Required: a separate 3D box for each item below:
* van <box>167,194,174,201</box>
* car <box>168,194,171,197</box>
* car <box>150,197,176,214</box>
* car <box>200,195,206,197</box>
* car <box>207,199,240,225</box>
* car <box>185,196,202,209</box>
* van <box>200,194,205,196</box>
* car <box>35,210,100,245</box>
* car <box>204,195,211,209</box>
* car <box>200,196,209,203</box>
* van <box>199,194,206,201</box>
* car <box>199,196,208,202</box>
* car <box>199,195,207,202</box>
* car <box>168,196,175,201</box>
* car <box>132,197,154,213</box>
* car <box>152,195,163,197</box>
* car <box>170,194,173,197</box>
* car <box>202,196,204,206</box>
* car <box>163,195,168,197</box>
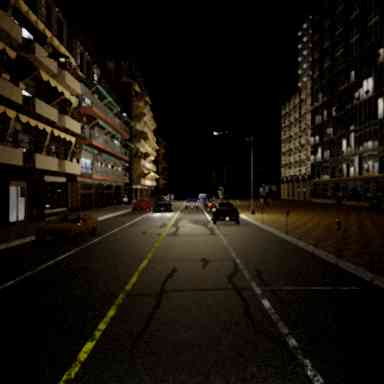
[{"bbox_3d":[-5.713,1.475,87.743,1.690,1.788,3.998,0,0,0],"label":"van"},{"bbox_3d":[-5.707,1.633,65.636,2.008,1.369,4.403,0,0,0],"label":"car"},{"bbox_3d":[-3.100,1.597,36.449,1.994,1.385,4.181,0,0,0],"label":"car"},{"bbox_3d":[2.675,1.644,54.583,1.802,1.307,4.206,0,0,0],"label":"car"},{"bbox_3d":[2.350,1.523,24.420,1.837,1.490,4.892,0,0,0],"label":"car"},{"bbox_3d":[0.018,1.649,45.837,1.895,1.301,4.718,0,0,0],"label":"car"},{"bbox_3d":[2.672,1.424,65.637,1.690,1.788,3.998,0,0,0],"label":"van"},{"bbox_3d":[-5.698,1.535,15.726,1.752,1.417,4.829,0,0,0],"label":"car"},{"bbox_3d":[2.677,1.476,38.003,1.967,1.590,4.097,0,0,0],"label":"car"},{"bbox_3d":[2.672,1.620,71.332,1.752,1.417,4.829,0,0,0],"label":"car"},{"bbox_3d":[2.667,1.475,87.744,1.690,1.788,3.998,0,0,0],"label":"van"},{"bbox_3d":[2.671,1.673,76.690,1.947,1.339,4.313,0,0,0],"label":"car"},{"bbox_3d":[2.669,1.560,82.216,1.967,1.590,4.097,0,0,0],"label":"car"},{"bbox_3d":[-5.712,1.730,93.268,1.802,1.307,4.206,0,0,0],"label":"car"},{"bbox_3d":[-5.702,1.580,38.002,1.887,1.381,4.507,0,0,0],"label":"car"},{"bbox_3d":[-5.705,1.578,48.886,1.752,1.417,4.829,0,0,0],"label":"car"},{"bbox_3d":[-5.709,1.534,71.161,1.967,1.590,4.097,0,0,0],"label":"car"},{"bbox_3d":[2.677,1.570,43.700,1.752,1.417,4.829,0,0,0],"label":"car"},{"bbox_3d":[-5.707,1.377,54.582,2.192,1.841,5.009,0,0,0],"label":"car"}]
